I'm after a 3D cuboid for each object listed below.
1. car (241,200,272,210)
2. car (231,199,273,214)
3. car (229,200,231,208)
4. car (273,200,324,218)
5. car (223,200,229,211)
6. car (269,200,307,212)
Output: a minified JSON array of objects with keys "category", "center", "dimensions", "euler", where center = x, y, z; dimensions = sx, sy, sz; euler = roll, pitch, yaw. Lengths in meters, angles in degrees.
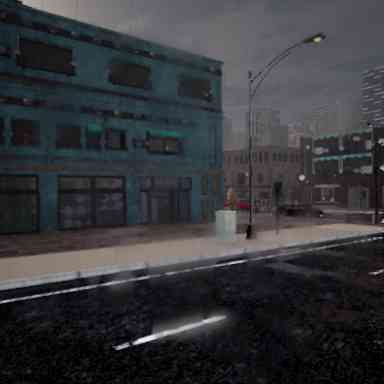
[{"category":"car","center":[9.142,1.832,47.632],"dimensions":[1.802,1.307,4.206],"euler":[-2,0,-35]},{"category":"car","center":[7.336,1.614,40.195],"dimensions":[2.097,1.767,4.553],"euler":[-1,0,-35]},{"category":"car","center":[5.935,1.894,52.142],"dimensions":[1.802,1.307,4.206],"euler":[-2,0,-35]},{"category":"car","center":[10.258,1.760,31.395],"dimensions":[1.947,1.339,4.313],"euler":[-2,0,-35]},{"category":"car","center":[2.311,1.791,42.773],"dimensions":[1.967,1.590,4.097],"euler":[-2,0,-35]},{"category":"car","center":[12.349,1.738,43.121],"dimensions":[2.008,1.369,4.403],"euler":[-2,0,-35]}]
